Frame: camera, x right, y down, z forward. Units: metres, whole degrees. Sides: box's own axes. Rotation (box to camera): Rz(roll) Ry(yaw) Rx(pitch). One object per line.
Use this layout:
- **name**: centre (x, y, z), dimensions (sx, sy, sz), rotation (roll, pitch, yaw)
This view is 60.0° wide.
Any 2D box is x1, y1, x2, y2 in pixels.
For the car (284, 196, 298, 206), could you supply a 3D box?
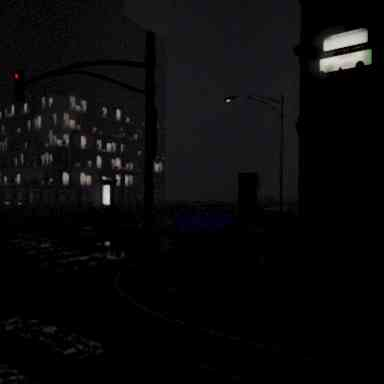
- **car**: centre (16.209, 1.372, 53.398), dimensions (1.752, 1.417, 4.829), rotation (1, 1, 35)

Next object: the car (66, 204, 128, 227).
- **car**: centre (-6.136, 1.474, 21.976), dimensions (1.947, 1.339, 4.313), rotation (1, 1, 35)

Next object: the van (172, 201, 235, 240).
- **van**: centre (0.696, 1.372, 17.116), dimensions (1.690, 1.788, 3.998), rotation (1, 1, 35)

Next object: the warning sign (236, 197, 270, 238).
- **warning sign**: centre (2.977, 1.180, 16.222), dimensions (1.300, 1.860, 1.060), rotation (1, 1, 35)

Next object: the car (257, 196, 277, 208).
- **car**: centre (9.895, 1.301, 44.518), dimensions (1.967, 1.590, 4.097), rotation (1, 1, 35)
